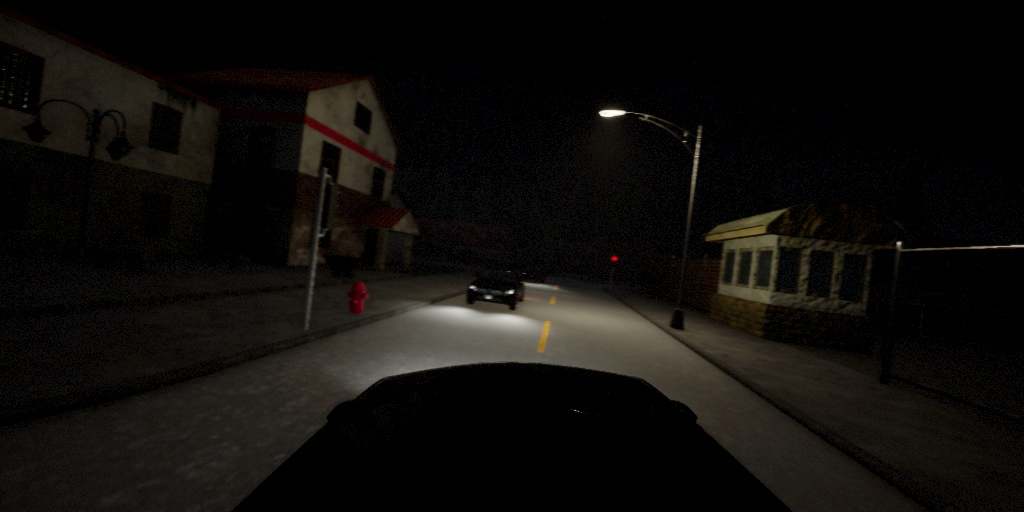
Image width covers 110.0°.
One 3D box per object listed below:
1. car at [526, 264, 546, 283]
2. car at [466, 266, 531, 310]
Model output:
[{"bbox_3d":[1.972,1.451,31.960,1.882,1.535,5.008,7,0,8],"label":"car"},{"bbox_3d":[-0.491,1.205,14.856,1.812,1.442,4.674,7,0,7],"label":"car"}]
